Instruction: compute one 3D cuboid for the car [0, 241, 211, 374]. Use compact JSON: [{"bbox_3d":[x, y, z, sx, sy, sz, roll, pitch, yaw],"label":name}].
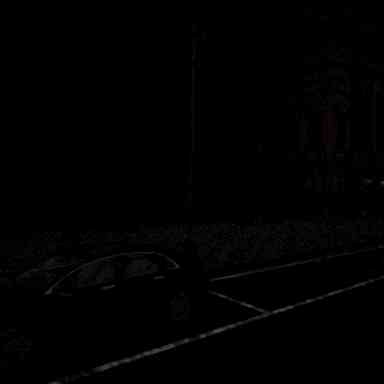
[{"bbox_3d":[-1.675,1.577,5.577,4.403,1.369,2.008,1,0,-37],"label":"car"}]
